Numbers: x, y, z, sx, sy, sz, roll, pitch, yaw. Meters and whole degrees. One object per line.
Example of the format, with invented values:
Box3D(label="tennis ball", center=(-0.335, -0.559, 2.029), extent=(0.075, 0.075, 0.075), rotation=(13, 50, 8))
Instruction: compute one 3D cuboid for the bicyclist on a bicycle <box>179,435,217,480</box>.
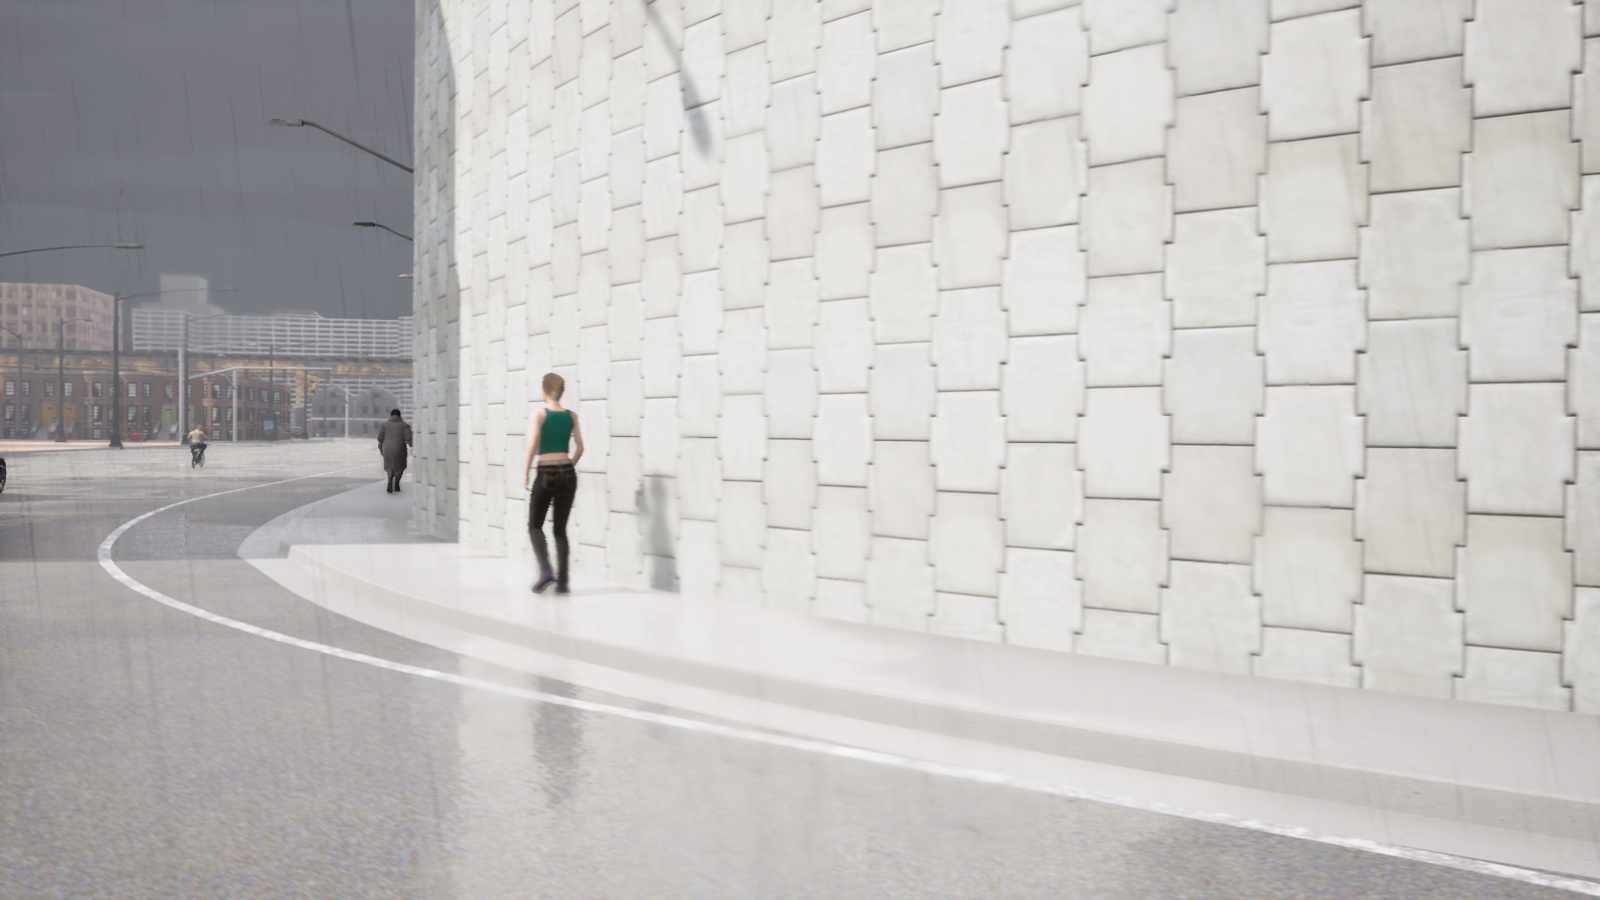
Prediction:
Box3D(label="bicyclist on a bicycle", center=(-21.793, 0.256, 45.488), extent=(0.866, 1.612, 1.509), rotation=(-1, 1, -11))

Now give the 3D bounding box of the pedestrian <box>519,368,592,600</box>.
Box3D(label="pedestrian", center=(-2.005, 0.268, 10.278), extent=(0.345, 1.836, 0.594), rotation=(-1, 1, -35))

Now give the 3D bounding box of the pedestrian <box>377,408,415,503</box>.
Box3D(label="pedestrian", center=(-8.527, 0.109, 26.509), extent=(0.659, 1.952, 0.873), rotation=(-1, 1, -12))

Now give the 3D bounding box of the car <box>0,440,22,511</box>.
Box3D(label="car", center=(-17.576, 0.553, 25.069), extent=(2.163, 1.488, 4.792), rotation=(-1, 1, -15))
